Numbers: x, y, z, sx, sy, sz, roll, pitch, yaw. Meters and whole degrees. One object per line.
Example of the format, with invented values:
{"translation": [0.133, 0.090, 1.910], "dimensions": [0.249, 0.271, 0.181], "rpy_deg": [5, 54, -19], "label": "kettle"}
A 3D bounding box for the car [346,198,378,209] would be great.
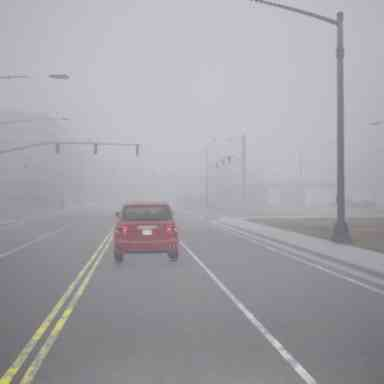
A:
{"translation": [27.945, 1.979, 53.914], "dimensions": [5.008, 1.535, 1.882], "rpy_deg": [0, 0, -28], "label": "car"}

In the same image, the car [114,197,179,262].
{"translation": [-1.793, 1.349, 12.899], "dimensions": [2.150, 2.045, 5.566], "rpy_deg": [0, 0, -9], "label": "car"}

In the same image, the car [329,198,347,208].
{"translation": [25.534, 1.879, 56.621], "dimensions": [4.553, 1.767, 2.097], "rpy_deg": [0, -1, -26], "label": "car"}

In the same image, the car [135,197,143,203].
{"translation": [-14.937, 2.226, 93.227], "dimensions": [2.128, 1.511, 4.902], "rpy_deg": [0, -1, -9], "label": "car"}

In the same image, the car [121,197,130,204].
{"translation": [-18.046, 2.217, 90.552], "dimensions": [2.097, 1.767, 4.553], "rpy_deg": [0, -1, -9], "label": "car"}
